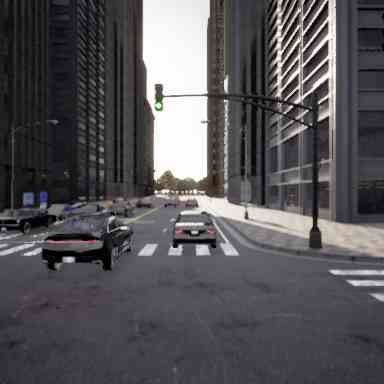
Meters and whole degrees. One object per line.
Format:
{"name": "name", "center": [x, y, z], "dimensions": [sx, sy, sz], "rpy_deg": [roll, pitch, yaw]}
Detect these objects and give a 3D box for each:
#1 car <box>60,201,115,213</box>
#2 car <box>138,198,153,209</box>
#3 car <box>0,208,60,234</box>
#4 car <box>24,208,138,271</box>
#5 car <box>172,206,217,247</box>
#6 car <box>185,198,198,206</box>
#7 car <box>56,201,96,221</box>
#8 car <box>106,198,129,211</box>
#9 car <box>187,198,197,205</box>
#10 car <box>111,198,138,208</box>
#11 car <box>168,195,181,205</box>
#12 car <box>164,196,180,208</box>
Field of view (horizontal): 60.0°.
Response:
{"name": "car", "center": [-6.596, 1.545, 21.233], "dimensions": [1.837, 1.490, 4.892], "rpy_deg": [0, 0, 0]}
{"name": "car", "center": [-6.571, 1.569, 46.494], "dimensions": [1.882, 1.535, 5.008], "rpy_deg": [0, 0, 0]}
{"name": "car", "center": [-9.863, 1.639, 19.697], "dimensions": [1.895, 1.301, 4.718], "rpy_deg": [0, 0, 1]}
{"name": "car", "center": [-3.152, 1.514, 10.946], "dimensions": [2.128, 1.511, 4.902], "rpy_deg": [0, 0, 0]}
{"name": "car", "center": [0.099, 1.576, 15.020], "dimensions": [2.033, 1.411, 5.357], "rpy_deg": [0, 0, 0]}
{"name": "car", "center": [-0.006, 1.666, 51.601], "dimensions": [1.994, 1.385, 4.181], "rpy_deg": [0, 0, 0]}
{"name": "car", "center": [-9.839, 1.581, 28.640], "dimensions": [1.812, 1.442, 4.674], "rpy_deg": [0, 0, 0]}
{"name": "car", "center": [-9.835, 1.564, 44.226], "dimensions": [1.882, 1.535, 5.008], "rpy_deg": [0, 0, 0]}
{"name": "car", "center": [-0.006, 1.728, 61.636], "dimensions": [1.895, 1.301, 4.718], "rpy_deg": [0, 0, 0]}
{"name": "car", "center": [-6.597, 1.562, 31.032], "dimensions": [1.837, 1.490, 4.892], "rpy_deg": [0, 0, 0]}
{"name": "car", "center": [-3.256, 1.479, 61.576], "dimensions": [2.097, 1.767, 4.553], "rpy_deg": [0, 0, 0]}
{"name": "car", "center": [-3.255, 1.649, 51.184], "dimensions": [2.033, 1.411, 5.357], "rpy_deg": [0, 0, 0]}
